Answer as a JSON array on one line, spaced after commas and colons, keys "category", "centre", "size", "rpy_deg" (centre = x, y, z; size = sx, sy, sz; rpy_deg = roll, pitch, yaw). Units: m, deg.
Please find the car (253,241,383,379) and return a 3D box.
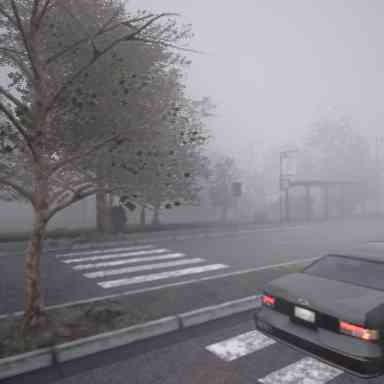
[{"category": "car", "centre": [3.431, 1.574, 5.584], "size": [5.357, 1.411, 2.033], "rpy_deg": [0, 0, -36]}]
